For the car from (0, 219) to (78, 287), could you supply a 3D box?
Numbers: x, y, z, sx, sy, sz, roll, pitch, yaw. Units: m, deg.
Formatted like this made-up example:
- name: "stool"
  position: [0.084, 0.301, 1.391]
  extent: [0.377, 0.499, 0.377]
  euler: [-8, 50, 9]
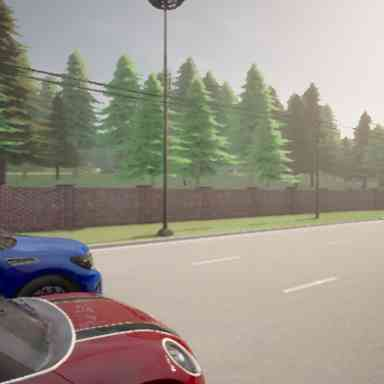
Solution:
- name: "car"
  position: [-5.353, 1.565, 8.526]
  extent: [4.181, 1.385, 1.994]
  euler: [0, 0, -35]

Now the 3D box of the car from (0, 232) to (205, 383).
- name: "car"
  position: [-2.070, 1.352, 2.268]
  extent: [4.553, 1.767, 2.097]
  euler: [0, 0, -35]

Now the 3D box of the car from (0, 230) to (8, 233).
- name: "car"
  position: [-4.260, 1.222, 5.007]
  extent: [5.566, 2.045, 2.150]
  euler: [0, 0, -35]
